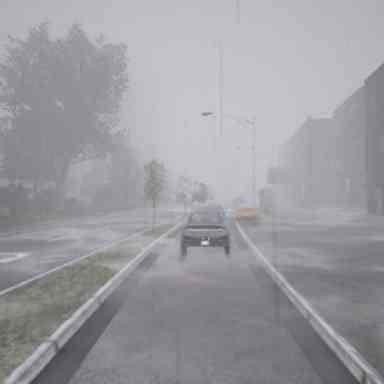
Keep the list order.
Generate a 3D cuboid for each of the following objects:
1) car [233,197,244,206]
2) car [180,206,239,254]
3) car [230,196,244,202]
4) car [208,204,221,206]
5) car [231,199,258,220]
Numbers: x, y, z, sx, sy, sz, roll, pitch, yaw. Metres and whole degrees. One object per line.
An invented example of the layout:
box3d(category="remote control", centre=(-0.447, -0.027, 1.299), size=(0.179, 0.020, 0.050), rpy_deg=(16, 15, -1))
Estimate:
box3d(category="car", centre=(9.501, 1.995, 68.271), size=(2.185, 1.767, 4.553), rpy_deg=(0, -1, 7))
box3d(category="car", centre=(0.587, 1.562, 13.900), size=(2.128, 1.511, 4.902), rpy_deg=(0, 0, 3))
box3d(category="car", centre=(8.843, 1.816, 62.826), size=(2.435, 2.045, 5.566), rpy_deg=(0, -1, 7))
box3d(category="car", centre=(2.015, 1.809, 30.389), size=(1.994, 1.385, 4.181), rpy_deg=(0, -1, 6))
box3d(category="car", centre=(5.511, 1.809, 35.300), size=(2.163, 1.488, 4.792), rpy_deg=(0, -1, 7))
